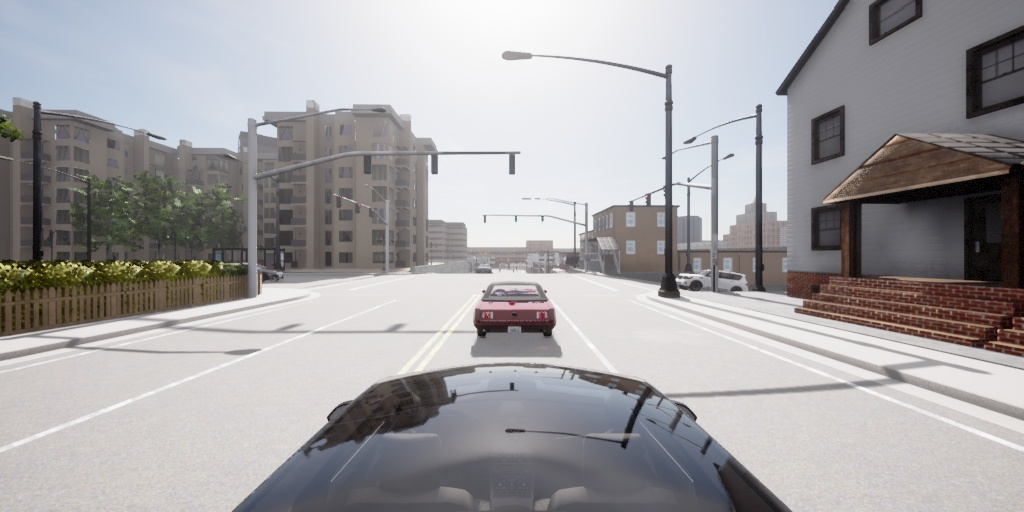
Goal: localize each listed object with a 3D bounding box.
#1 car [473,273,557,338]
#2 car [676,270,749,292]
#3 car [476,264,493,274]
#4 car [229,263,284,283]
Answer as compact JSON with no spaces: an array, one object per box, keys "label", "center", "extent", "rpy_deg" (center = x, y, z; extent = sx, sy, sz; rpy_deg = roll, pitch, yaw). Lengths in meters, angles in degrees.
[{"label":"car","center":[0.075,1.351,10.191],"extent":[1.895,1.301,4.718],"rpy_deg":[0,0,0]},{"label":"car","center":[16.761,2.161,30.108],"extent":[5.566,2.045,2.150],"rpy_deg":[9,0,1]},{"label":"car","center":[-3.594,1.773,46.859],"extent":[1.812,1.442,4.674],"rpy_deg":[0,-4,0]},{"label":"car","center":[-19.813,1.241,26.887],"extent":[4.902,1.511,2.128],"rpy_deg":[0,0,1]}]
